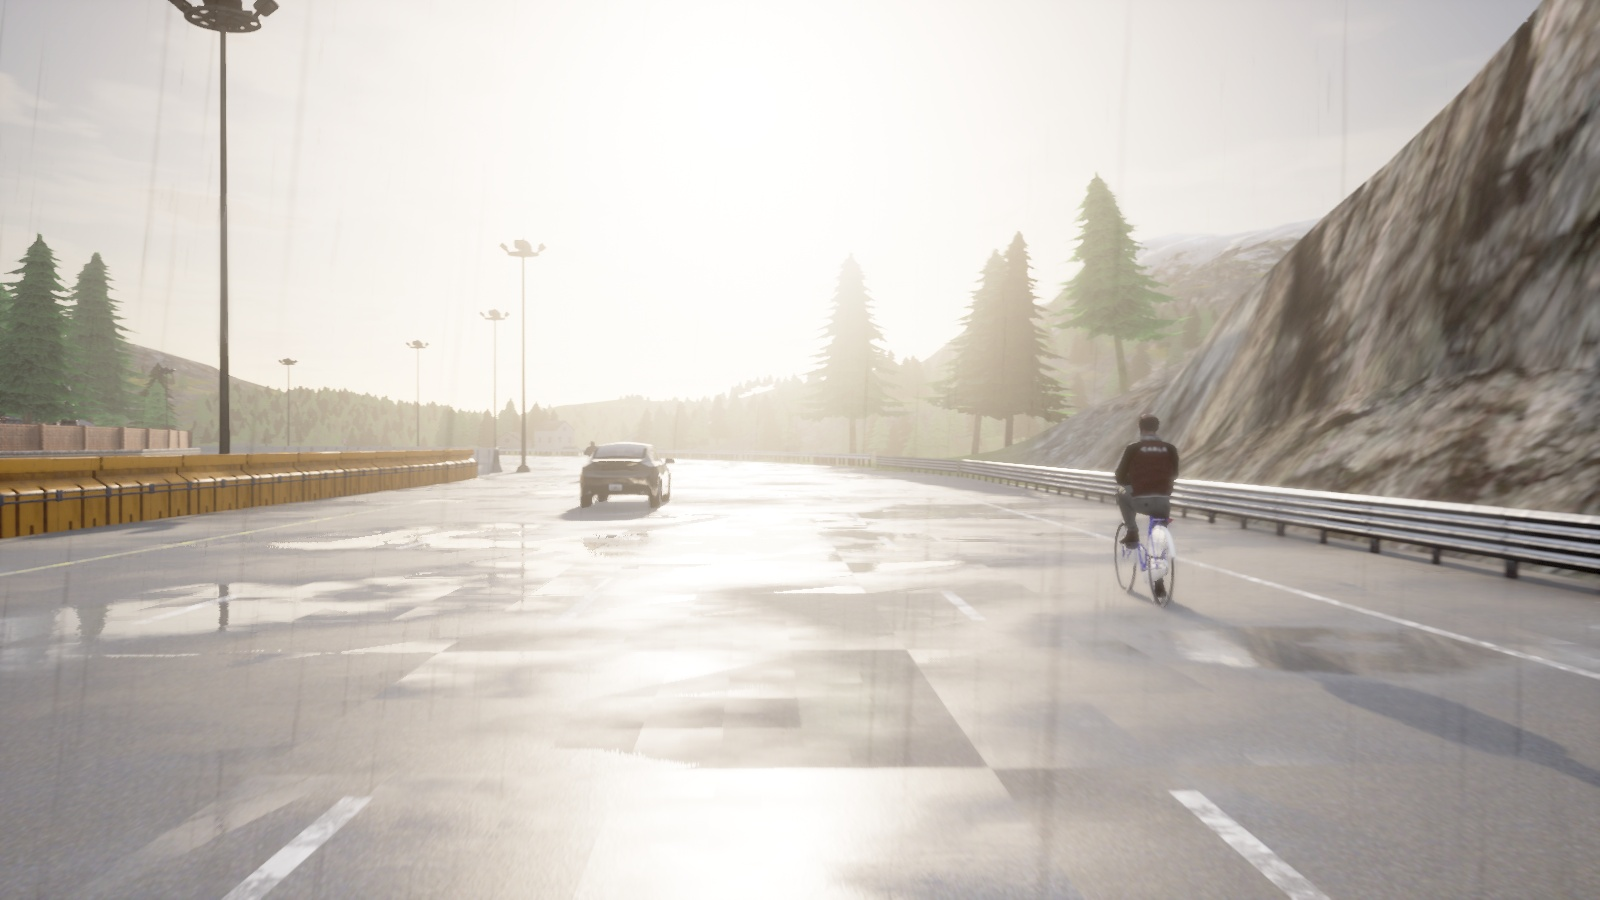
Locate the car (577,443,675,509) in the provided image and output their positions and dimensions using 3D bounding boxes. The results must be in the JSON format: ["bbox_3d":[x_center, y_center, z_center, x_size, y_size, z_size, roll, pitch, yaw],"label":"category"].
[{"bbox_3d":[-4.193,0.575,30.974,1.837,1.490,4.892,0,0,-1],"label":"car"}]

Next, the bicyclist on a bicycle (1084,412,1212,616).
[{"bbox_3d":[3.242,0.551,11.876,0.659,1.776,1.843,0,0,-1],"label":"bicyclist on a bicycle"}]
